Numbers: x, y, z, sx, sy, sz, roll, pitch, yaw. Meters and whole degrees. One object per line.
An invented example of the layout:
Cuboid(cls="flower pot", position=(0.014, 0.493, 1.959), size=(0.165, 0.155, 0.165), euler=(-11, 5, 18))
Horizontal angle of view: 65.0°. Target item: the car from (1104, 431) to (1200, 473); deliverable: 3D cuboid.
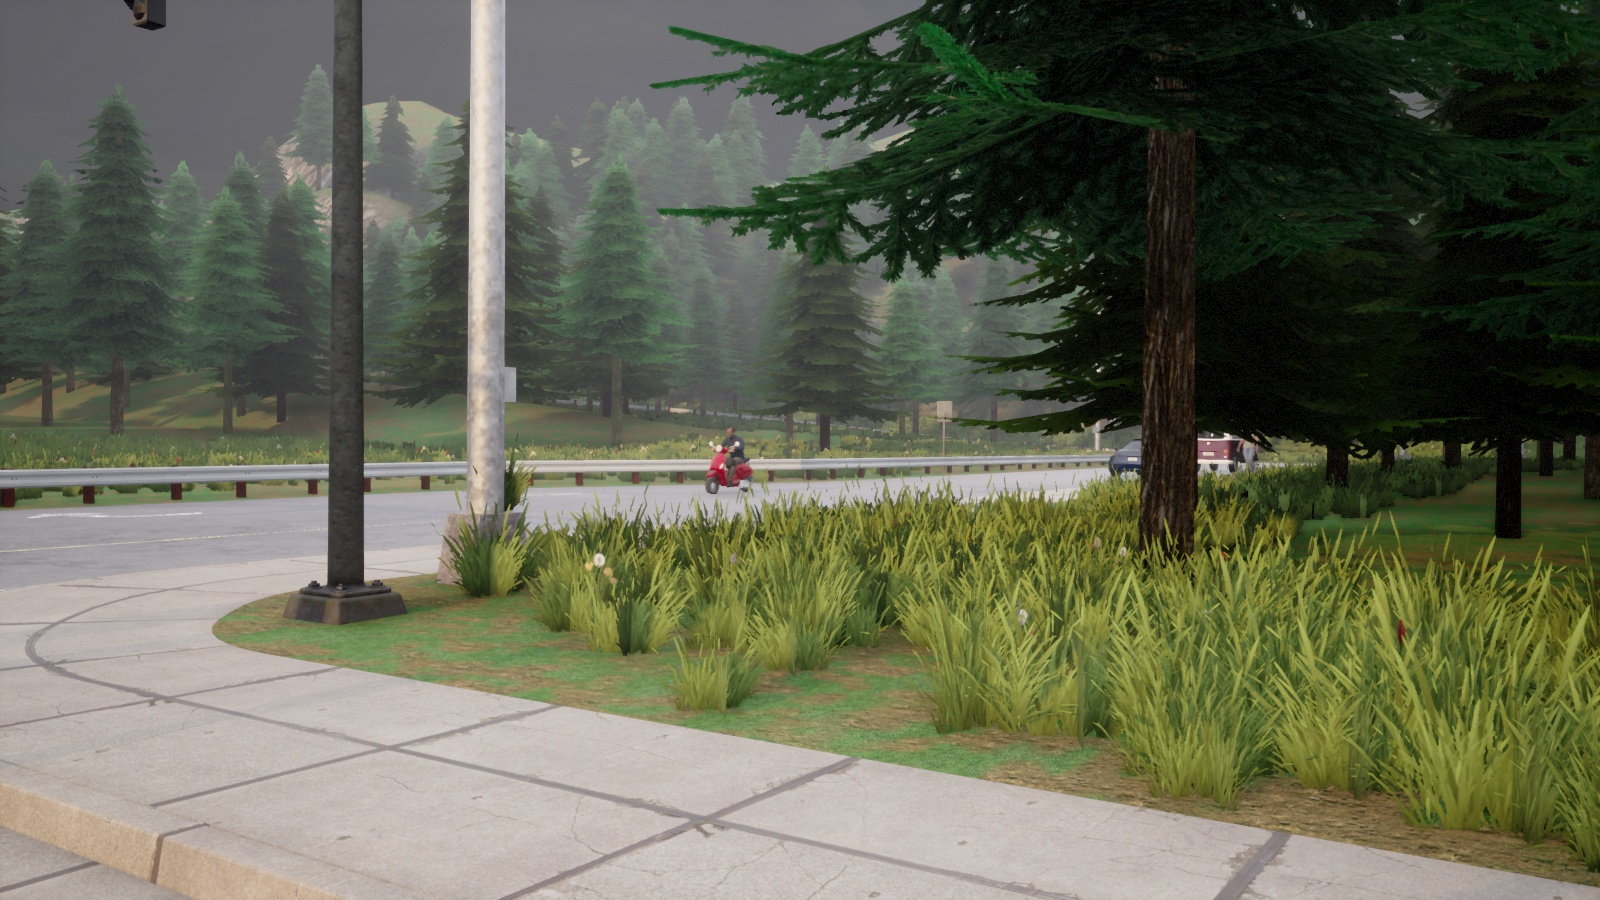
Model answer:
Cuboid(cls="car", position=(12.544, 0.046, 44.617), size=(1.994, 1.385, 4.181), euler=(0, 1, 35))

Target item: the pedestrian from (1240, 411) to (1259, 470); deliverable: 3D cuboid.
Cuboid(cls="pedestrian", position=(14.249, -0.305, 39.782), size=(0.354, 1.836, 0.706), euler=(0, 1, 37))

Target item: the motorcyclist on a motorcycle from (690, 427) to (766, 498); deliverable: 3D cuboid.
Cuboid(cls="motorcyclist on a motorcycle", position=(-1.680, 0.271, 29.429), size=(0.866, 1.590, 1.817), euler=(0, 1, 33))

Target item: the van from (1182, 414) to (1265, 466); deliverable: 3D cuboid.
Cuboid(cls="van", position=(17.456, -0.436, 51.694), size=(2.069, 2.038, 4.480), euler=(0, 1, 35))
